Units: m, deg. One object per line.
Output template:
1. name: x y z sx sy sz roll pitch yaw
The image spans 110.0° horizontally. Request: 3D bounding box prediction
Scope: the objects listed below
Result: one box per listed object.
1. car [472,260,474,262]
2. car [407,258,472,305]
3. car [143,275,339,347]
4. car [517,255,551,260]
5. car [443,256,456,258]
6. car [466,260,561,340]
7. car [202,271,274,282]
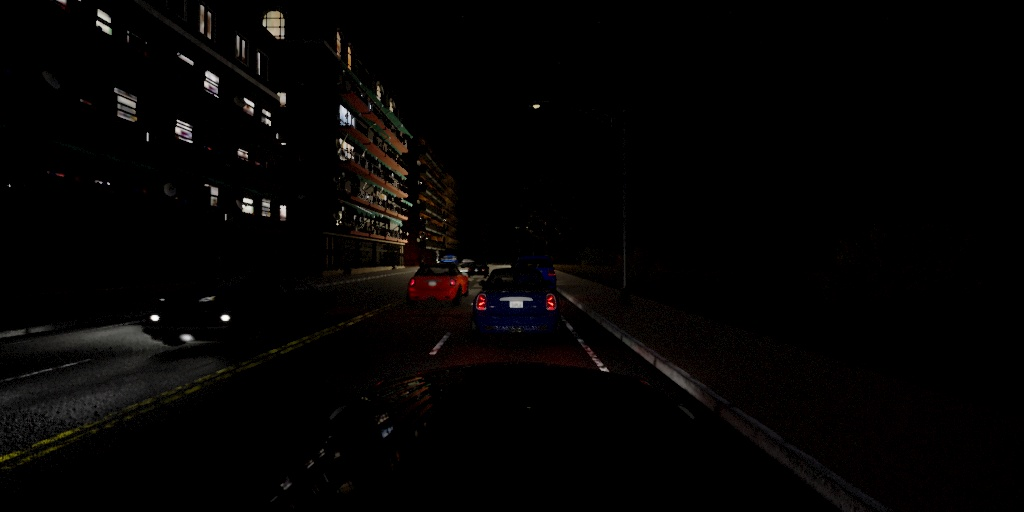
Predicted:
1. car: -3.160 1.300 34.239 2.033 1.411 5.357 0 0 0
2. car: -3.151 1.104 16.068 2.097 1.767 4.553 0 0 -2
3. car: -6.605 1.352 9.495 1.895 1.301 4.718 0 0 0
4. car: 1.132 0.977 19.725 2.150 2.045 5.566 0 0 0
5. car: -9.849 0.971 56.345 2.150 2.045 5.566 0 0 0
6. car: 0.095 1.103 10.150 2.097 1.767 4.553 0 0 0
7. car: -9.854 1.277 12.850 1.812 1.442 4.674 0 0 0
